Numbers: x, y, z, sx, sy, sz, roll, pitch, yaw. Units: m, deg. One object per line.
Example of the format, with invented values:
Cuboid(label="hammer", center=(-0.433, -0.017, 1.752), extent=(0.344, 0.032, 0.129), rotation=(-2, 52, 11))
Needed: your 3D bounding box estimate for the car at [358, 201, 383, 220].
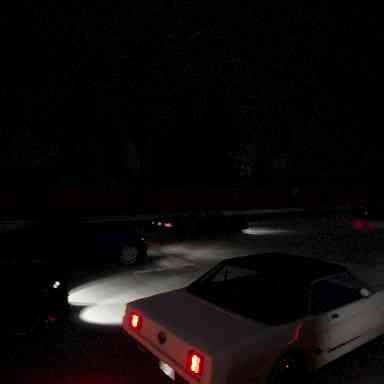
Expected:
Cuboid(label="car", center=(16.130, 1.491, 28.439), extent=(4.902, 1.511, 2.128), rotation=(0, 0, -36))

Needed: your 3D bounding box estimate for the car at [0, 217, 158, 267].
Cuboid(label="car", center=(-3.723, 1.477, 9.702), extent=(5.008, 1.535, 1.882), rotation=(0, 0, -36))

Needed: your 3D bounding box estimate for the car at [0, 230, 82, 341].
Cuboid(label="car", center=(-4.134, 1.563, 5.094), extent=(4.181, 1.385, 1.994), rotation=(0, 0, -36))

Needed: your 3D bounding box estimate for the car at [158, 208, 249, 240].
Cuboid(label="car", center=(0.478, 1.546, 17.052), extent=(5.357, 1.411, 2.033), rotation=(0, 0, -37))

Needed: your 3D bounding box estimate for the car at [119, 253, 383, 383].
Cuboid(label="car", center=(1.535, 1.600, 4.861), extent=(4.718, 1.301, 1.895), rotation=(0, 0, -36))
